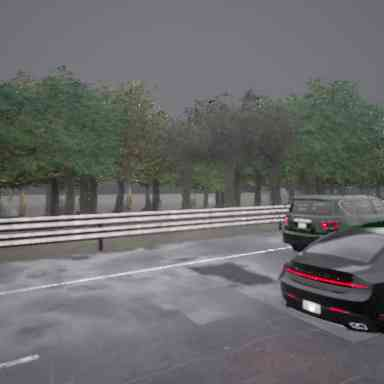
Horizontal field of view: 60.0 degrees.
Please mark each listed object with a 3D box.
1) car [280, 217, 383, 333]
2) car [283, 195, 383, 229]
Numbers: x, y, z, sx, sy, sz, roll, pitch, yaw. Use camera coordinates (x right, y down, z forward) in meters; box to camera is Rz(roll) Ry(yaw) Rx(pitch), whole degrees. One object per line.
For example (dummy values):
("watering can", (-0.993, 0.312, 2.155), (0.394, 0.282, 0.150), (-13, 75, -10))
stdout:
("car", (3.769, 1.441, 6.349), (4.892, 1.490, 1.837), (-1, 0, -35))
("car", (5.657, 1.112, 11.905), (5.566, 2.045, 2.150), (-1, 0, -34))
